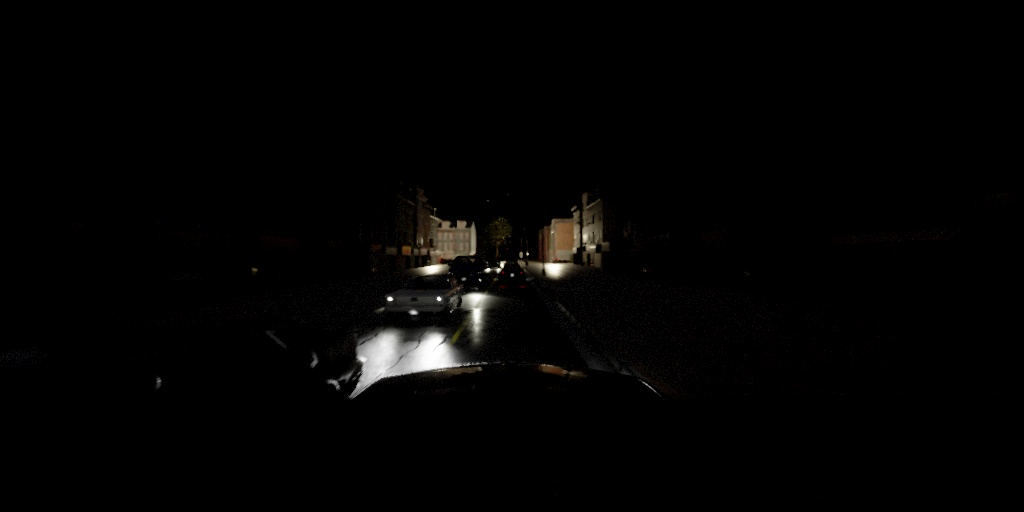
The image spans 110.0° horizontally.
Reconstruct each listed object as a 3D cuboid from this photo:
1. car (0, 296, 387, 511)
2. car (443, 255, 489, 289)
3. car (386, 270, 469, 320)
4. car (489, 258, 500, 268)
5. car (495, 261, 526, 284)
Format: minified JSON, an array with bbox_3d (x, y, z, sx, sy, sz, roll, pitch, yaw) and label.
[{"bbox_3d":[-2.847,1.301,2.437,2.033,1.411,5.357,0,0,0],"label":"car"},{"bbox_3d":[-2.834,0.963,23.367,2.150,2.045,5.566,0,0,-2],"label":"car"},{"bbox_3d":[-2.865,1.347,12.682,1.895,1.301,4.718,0,0,0],"label":"car"},{"bbox_3d":[-2.917,1.084,57.385,2.097,1.767,4.553,0,0,0],"label":"car"},{"bbox_3d":[0.019,1.300,27.014,1.994,1.385,4.181,0,0,0],"label":"car"}]
